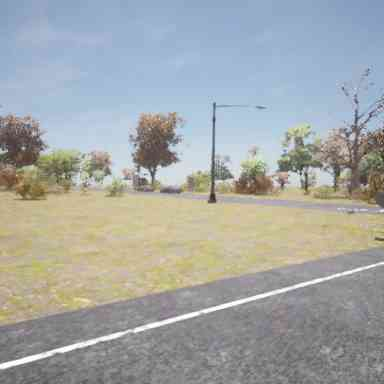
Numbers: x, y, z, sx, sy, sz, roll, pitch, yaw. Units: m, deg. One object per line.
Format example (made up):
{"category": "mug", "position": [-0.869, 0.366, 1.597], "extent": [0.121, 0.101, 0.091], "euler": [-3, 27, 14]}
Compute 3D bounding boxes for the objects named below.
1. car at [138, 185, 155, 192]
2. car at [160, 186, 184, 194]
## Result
{"category": "car", "position": [-9.135, -0.681, 65.909], "extent": [1.994, 1.385, 4.181], "euler": [0, 2, -36]}
{"category": "car", "position": [-3.547, -0.389, 58.112], "extent": [2.033, 1.411, 5.357], "euler": [0, 2, -36]}
